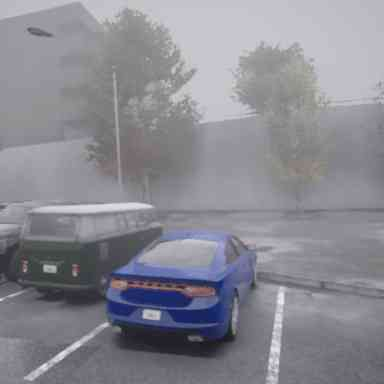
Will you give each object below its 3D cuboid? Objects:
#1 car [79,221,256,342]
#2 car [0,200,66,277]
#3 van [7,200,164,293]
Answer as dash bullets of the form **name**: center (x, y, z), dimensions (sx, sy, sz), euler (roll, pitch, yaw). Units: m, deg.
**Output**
- **car**: center (0.177, 1.511, 6.777), dimensions (2.097, 1.535, 5.008), euler (0, -1, 17)
- **car**: center (-4.630, 1.278, 10.340), dimensions (2.435, 2.045, 5.566), euler (0, -1, 17)
- **van**: center (-2.192, 1.296, 8.689), dimensions (1.878, 1.987, 4.442), euler (0, -1, 17)
